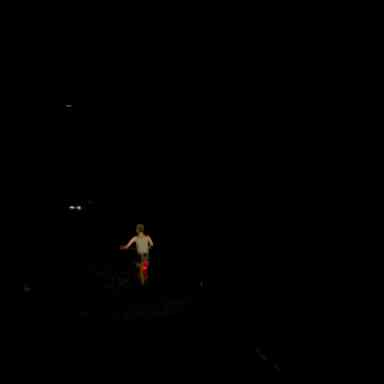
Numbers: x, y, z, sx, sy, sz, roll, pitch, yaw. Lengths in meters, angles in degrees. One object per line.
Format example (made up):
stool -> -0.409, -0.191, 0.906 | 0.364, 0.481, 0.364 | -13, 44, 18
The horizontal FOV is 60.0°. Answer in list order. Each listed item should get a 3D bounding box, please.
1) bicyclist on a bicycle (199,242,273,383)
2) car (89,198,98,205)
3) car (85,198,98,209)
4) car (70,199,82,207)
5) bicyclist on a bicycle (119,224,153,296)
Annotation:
bicyclist on a bicycle -> 0.503, 1.518, 4.411 | 0.582, 1.620, 1.656 | 0, -1, -28
car -> -21.157, 2.020, 71.465 | 1.837, 1.490, 4.892 | 1, 0, -15
car -> -16.722, 1.974, 55.485 | 1.882, 1.535, 5.008 | 1, 0, -15
car -> -22.025, 2.019, 63.194 | 2.033, 1.411, 5.357 | 1, 0, -15
bicyclist on a bicycle -> -1.283, 1.560, 7.979 | 0.866, 1.612, 1.509 | 0, -1, -26
